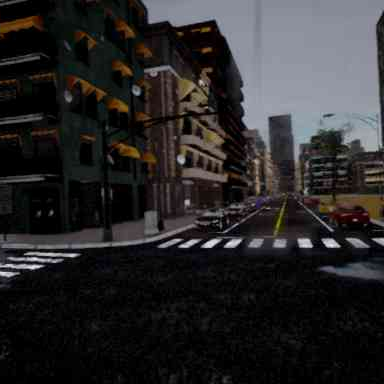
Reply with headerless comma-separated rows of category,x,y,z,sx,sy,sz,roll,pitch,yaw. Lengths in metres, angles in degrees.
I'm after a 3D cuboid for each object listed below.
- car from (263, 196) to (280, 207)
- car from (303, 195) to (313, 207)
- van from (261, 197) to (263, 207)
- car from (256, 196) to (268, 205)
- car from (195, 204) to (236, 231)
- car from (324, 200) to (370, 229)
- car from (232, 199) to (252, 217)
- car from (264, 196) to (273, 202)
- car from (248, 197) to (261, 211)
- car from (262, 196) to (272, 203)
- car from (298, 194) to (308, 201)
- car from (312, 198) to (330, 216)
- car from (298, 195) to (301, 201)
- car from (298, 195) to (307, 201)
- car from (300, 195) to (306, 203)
car,12.701,1.577,52.011,1.994,1.385,4.181,-3,-1,16
car,17.101,1.428,46.728,1.802,1.307,4.206,-3,-1,16
van,9.046,1.569,49.049,1.690,1.788,3.998,-3,-1,16
car,13.644,1.679,64.997,1.967,1.590,4.097,-3,-1,16
car,1.399,1.768,22.463,2.008,1.369,4.403,-3,-1,16
car,9.443,1.381,20.146,1.887,1.381,4.507,-3,-1,16
car,4.461,1.770,33.097,2.008,1.369,4.403,-3,-1,16
car,19.774,1.815,86.261,2.008,1.369,4.403,-3,-1,16
car,7.519,1.665,43.731,1.967,1.590,4.097,-3,-1,16
car,18.243,1.808,80.945,2.008,1.369,4.403,-3,-1,16
car,26.283,1.316,78.628,1.967,1.590,4.097,-3,-1,16
car,12.551,1.364,30.943,1.752,1.417,4.829,-3,-1,16
car,23.225,1.408,67.995,1.887,1.381,4.507,-3,-1,16
car,27.819,1.434,83.944,2.008,1.369,4.403,-3,-1,16
car,20.208,1.378,57.526,1.752,1.417,4.829,-3,-1,16
